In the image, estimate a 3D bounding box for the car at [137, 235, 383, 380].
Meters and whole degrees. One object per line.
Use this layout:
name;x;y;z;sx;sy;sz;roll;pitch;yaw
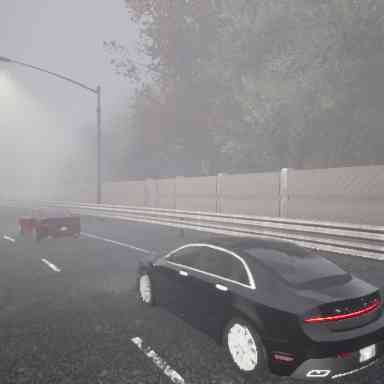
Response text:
car;0.642;1.507;5.691;1.837;1.490;4.892;0;0;-32

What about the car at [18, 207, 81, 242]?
car;-7.226;1.483;16.618;1.882;1.535;5.008;0;0;-39
